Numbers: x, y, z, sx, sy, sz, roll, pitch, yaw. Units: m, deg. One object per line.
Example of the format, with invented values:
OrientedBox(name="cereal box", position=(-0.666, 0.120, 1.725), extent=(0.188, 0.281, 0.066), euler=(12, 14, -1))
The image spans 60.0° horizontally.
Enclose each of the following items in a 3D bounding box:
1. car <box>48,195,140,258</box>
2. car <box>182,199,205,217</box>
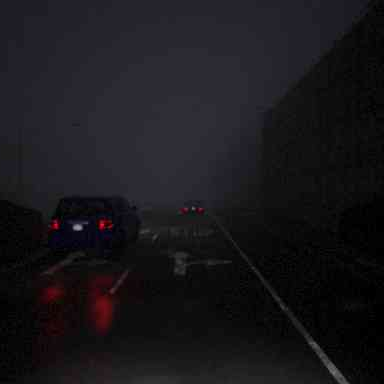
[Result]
OrientedBox(name="car", position=(-3.392, 1.124, 12.537), extent=(2.150, 2.045, 5.566), euler=(0, 0, 0))
OrientedBox(name="car", position=(0.108, 1.330, 28.300), extent=(2.033, 1.411, 5.357), euler=(0, 0, 0))
